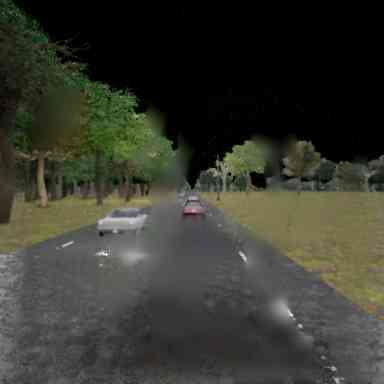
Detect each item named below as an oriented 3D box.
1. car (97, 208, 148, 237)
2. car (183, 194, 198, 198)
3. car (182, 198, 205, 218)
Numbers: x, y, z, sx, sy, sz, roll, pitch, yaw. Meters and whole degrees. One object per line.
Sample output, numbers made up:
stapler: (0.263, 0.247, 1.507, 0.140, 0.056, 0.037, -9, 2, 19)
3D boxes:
car: (-3.574, 1.537, 17.797, 1.895, 1.301, 4.718, 0, 0, 0)
car: (0.159, 1.318, 45.616, 1.882, 1.535, 5.008, 0, 0, 0)
car: (0.142, 1.461, 29.191, 1.994, 1.385, 4.181, 0, 0, 0)
